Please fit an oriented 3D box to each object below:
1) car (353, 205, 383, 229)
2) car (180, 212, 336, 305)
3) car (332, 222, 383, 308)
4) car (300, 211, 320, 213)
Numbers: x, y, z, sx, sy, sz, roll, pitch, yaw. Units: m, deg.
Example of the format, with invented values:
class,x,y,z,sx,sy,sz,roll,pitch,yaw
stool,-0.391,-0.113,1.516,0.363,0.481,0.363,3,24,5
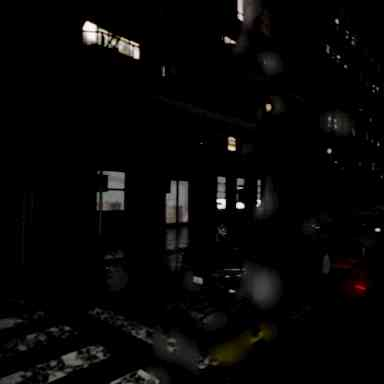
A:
class,x,y,z,sx,sy,sz,roll,pitch,yaw
car,9.978,1.563,16.844,1.994,1.385,4.181,0,0,44
car,1.866,1.479,8.388,1.882,1.535,5.008,0,0,44
car,4.792,1.525,6.932,1.812,1.442,4.674,0,0,44
car,5.461,1.585,15.850,1.802,1.307,4.206,1,1,44
